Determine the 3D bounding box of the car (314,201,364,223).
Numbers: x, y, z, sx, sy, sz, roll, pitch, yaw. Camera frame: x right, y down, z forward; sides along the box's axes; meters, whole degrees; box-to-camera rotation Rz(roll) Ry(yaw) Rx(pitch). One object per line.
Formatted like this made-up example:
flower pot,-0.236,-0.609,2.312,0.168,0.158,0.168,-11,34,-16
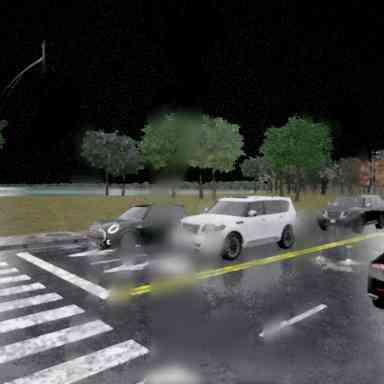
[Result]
car,11.507,1.489,25.840,4.674,1.442,1.812,0,0,-42

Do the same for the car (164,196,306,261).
car,1.908,1.187,12.648,5.566,2.045,2.150,0,0,-43

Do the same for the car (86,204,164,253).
car,-1.912,1.294,13.559,4.553,1.767,2.097,0,0,-43

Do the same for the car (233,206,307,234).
car,4.714,1.553,19.636,4.718,1.301,1.895,0,0,-43

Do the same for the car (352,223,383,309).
car,5.250,1.496,6.762,4.902,1.511,2.128,0,0,-42

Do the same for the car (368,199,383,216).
car,19.139,1.501,32.745,4.674,1.442,1.812,0,0,-44

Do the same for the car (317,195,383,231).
car,9.555,1.198,19.653,5.566,2.045,2.150,0,0,-43
